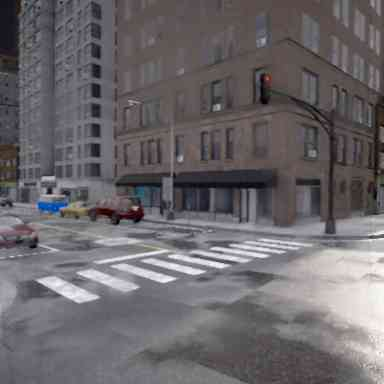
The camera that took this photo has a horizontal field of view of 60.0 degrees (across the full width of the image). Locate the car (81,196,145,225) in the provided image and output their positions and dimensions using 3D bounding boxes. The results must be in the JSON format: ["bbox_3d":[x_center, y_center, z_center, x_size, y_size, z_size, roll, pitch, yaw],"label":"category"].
[{"bbox_3d":[-5.324,1.199,23.178,2.192,1.841,5.009,-1,1,-44],"label":"car"}]

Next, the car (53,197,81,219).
[{"bbox_3d":[-9.279,1.386,27.249,1.752,1.417,4.829,-1,1,-44],"label":"car"}]

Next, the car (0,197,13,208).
[{"bbox_3d":[-24.514,1.329,42.910,2.008,1.369,4.403,-1,1,-44],"label":"car"}]

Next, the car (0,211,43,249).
[{"bbox_3d":[-7.593,1.531,13.292,1.802,1.307,4.206,-1,1,-44],"label":"car"}]

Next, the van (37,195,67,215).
[{"bbox_3d":[-13.000,1.180,31.069,1.690,1.788,3.998,-1,1,-44],"label":"van"}]
